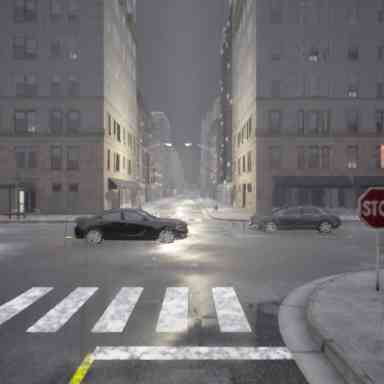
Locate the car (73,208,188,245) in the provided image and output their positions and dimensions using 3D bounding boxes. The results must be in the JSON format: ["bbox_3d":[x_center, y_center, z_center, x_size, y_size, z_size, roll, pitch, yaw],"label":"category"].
[{"bbox_3d":[-2.686,1.472,14.912,5.008,1.535,1.882,0,0,0],"label":"car"}]

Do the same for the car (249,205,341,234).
[{"bbox_3d":[5.619,1.482,18.374,4.892,1.490,1.837,0,0,0],"label":"car"}]
